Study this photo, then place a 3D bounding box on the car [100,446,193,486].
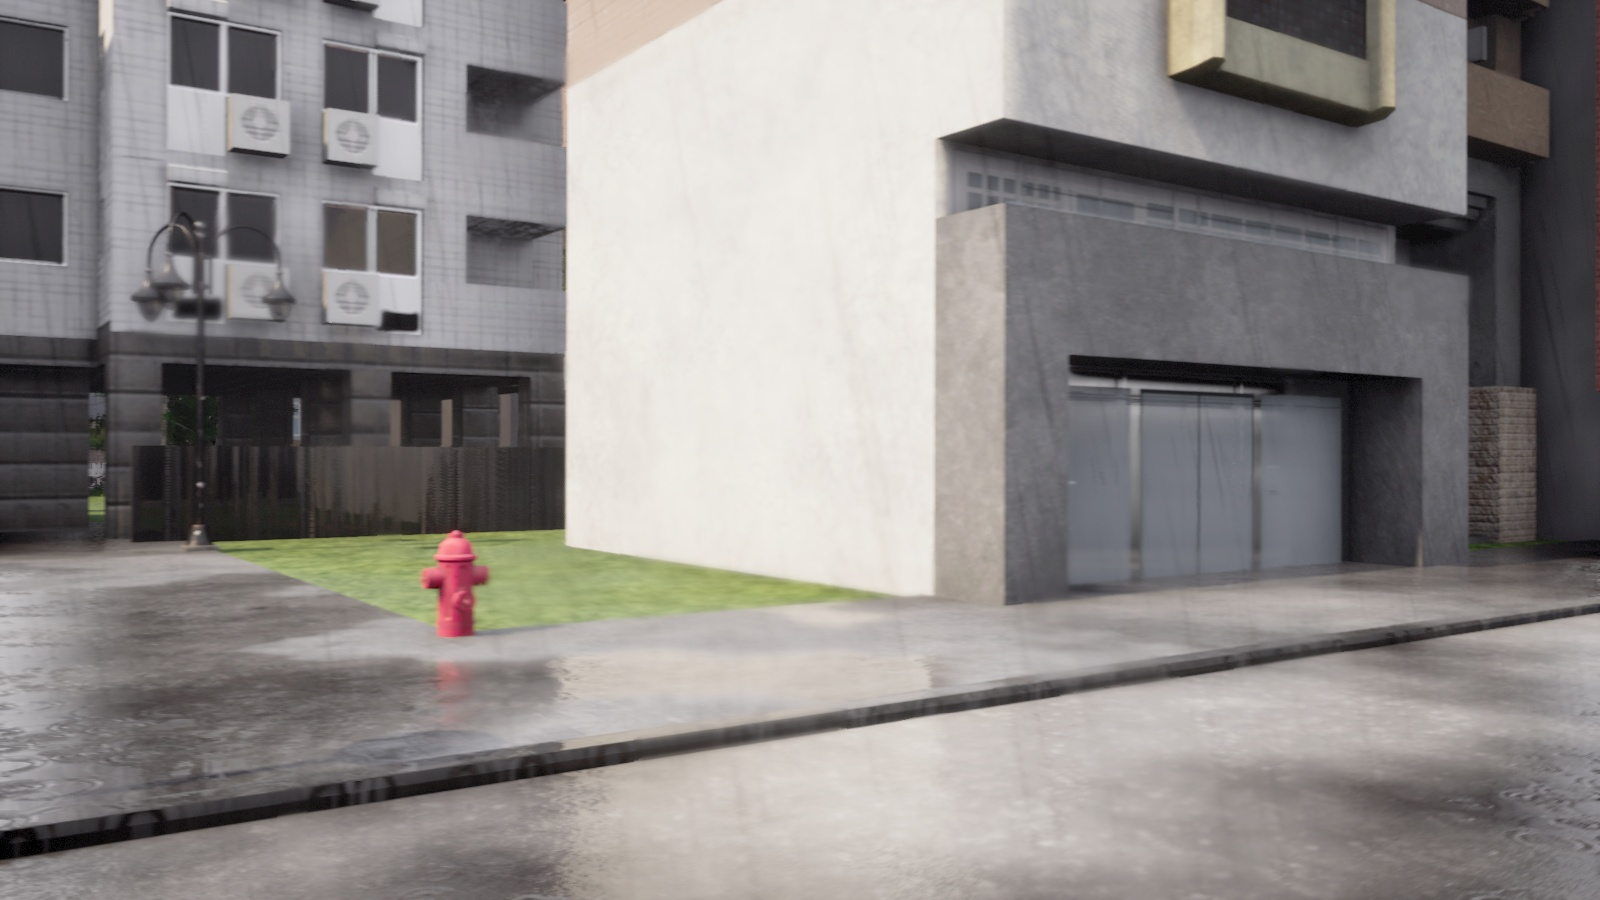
[{"bbox_3d":[-32.135,0.760,61.803,3.866,1.878,1.905,0,0,-35],"label":"car"}]
